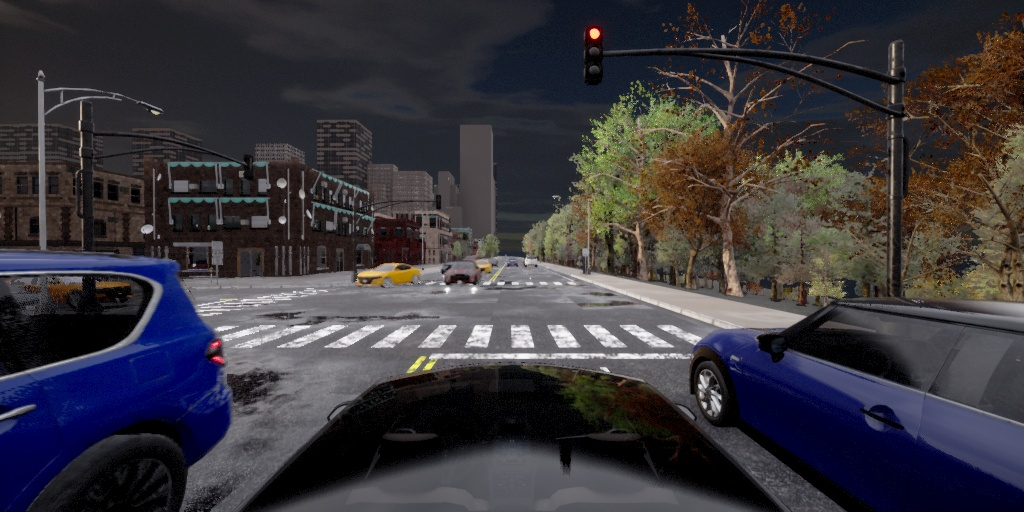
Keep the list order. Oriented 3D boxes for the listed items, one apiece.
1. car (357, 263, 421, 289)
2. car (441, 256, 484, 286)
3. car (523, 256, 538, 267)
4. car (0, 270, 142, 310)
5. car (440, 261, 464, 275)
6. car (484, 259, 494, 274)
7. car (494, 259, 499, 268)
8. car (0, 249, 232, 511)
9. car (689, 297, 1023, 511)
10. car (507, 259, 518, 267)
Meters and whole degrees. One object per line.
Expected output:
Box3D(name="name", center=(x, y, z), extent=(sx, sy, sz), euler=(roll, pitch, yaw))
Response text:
Box3D(name="car", center=(-7.905, 1.224, 23.480), extent=(1.882, 1.535, 5.008), euler=(0, 0, 18))
Box3D(name="car", center=(-3.351, 1.094, 25.201), extent=(2.097, 1.767, 4.553), euler=(0, 0, 0))
Box3D(name="car", center=(3.353, 0.947, 63.641), extent=(2.150, 2.045, 5.566), euler=(0, 0, 0))
Box3D(name="car", center=(-20.009, 1.449, 15.985), extent=(5.008, 1.535, 1.882), euler=(-1, 1, -1))
Box3D(name="car", center=(-6.599, 1.301, 39.850), extent=(1.994, 1.385, 4.181), euler=(0, 0, 0))
Box3D(name="car", center=(-3.348, 1.214, 40.198), extent=(1.882, 1.535, 5.008), euler=(0, 0, 0))
Box3D(name="car", center=(-3.316, 1.234, 60.366), extent=(1.837, 1.490, 4.892), euler=(0, -1, 0))
Box3D(name="car", center=(-3.351, 0.973, 0.579), extent=(2.150, 2.045, 5.566), euler=(0, 0, 0))
Box3D(name="car", center=(3.351, 1.102, 2.833), extent=(2.097, 1.767, 4.553), euler=(0, 0, 0))
Box3D(name="car", center=(0.100, 1.251, 64.490), extent=(1.812, 1.442, 4.674), euler=(0, 0, 0))
